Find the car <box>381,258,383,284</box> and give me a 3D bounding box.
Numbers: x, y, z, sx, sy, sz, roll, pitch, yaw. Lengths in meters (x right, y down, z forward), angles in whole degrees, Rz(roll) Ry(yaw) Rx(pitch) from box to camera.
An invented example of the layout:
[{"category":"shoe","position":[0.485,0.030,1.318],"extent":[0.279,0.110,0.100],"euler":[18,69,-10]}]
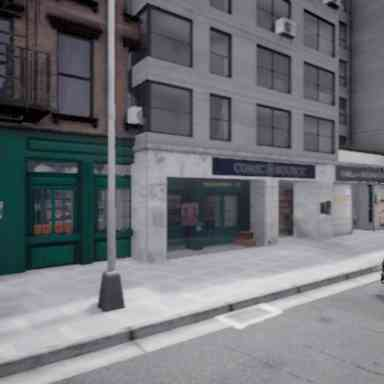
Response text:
[{"category":"car","position":[6.390,1.490,7.936],"extent":[4.902,1.511,2.128],"euler":[0,0,-36]}]
